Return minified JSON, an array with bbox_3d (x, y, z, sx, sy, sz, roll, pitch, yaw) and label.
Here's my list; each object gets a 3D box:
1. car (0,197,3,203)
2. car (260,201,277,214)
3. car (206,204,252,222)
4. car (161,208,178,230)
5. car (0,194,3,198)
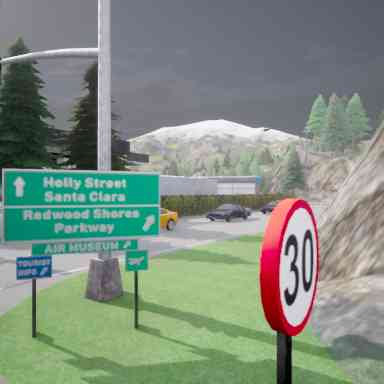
[{"bbox_3d":[-12.369,1.512,26.049,1.905,1.878,3.866,0,0,35],"label":"car"},{"bbox_3d":[9.643,1.743,37.712,2.033,1.411,5.357,0,0,36],"label":"car"},{"bbox_3d":[3.358,1.743,29.096,2.033,1.411,5.357,0,0,36],"label":"car"},{"bbox_3d":[-2.911,1.674,20.475,1.882,1.535,5.008,0,0,36],"label":"car"},{"bbox_3d":[-38.577,1.512,69.989,4.514,1.523,2.007,0,0,35],"label":"car"}]
